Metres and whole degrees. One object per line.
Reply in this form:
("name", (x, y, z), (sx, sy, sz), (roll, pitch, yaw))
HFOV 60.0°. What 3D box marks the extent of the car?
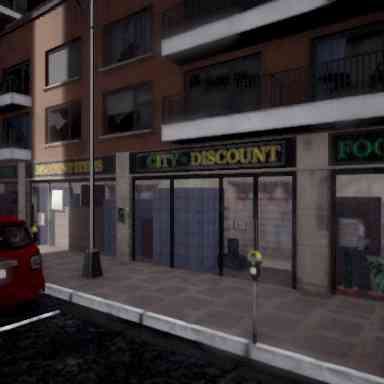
("car", (-4.825, 1.312, 6.316), (5.009, 1.841, 2.192), (0, 0, 36))
